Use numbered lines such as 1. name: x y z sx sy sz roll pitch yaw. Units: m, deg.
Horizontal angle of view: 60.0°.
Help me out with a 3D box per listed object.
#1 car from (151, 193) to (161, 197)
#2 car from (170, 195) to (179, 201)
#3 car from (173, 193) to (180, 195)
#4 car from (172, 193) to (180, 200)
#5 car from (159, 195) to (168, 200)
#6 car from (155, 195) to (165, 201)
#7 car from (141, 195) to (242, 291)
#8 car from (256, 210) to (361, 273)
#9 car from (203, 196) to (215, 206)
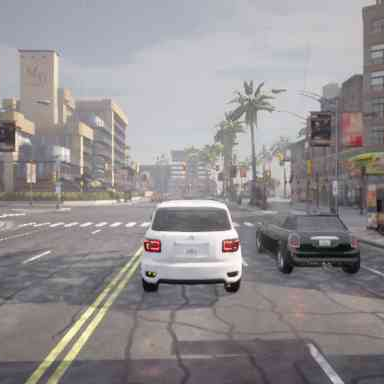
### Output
1. car: -7.733 1.218 72.821 2.150 2.045 5.566 0 0 -1
2. car: -4.332 1.492 82.560 1.837 1.490 4.892 0 0 -1
3. car: -4.233 1.533 72.837 2.033 1.411 5.357 0 0 -1
4. car: -4.448 1.216 93.130 2.150 2.045 5.566 0 0 -1
5. car: -7.941 1.531 92.883 2.033 1.411 5.357 0 0 -1
6. car: -7.832 1.518 82.544 2.128 1.511 4.902 0 0 -1
7. car: -0.018 1.221 9.110 2.150 2.045 5.566 0 0 0
8. car: 3.475 1.351 10.849 2.097 1.767 4.553 0 0 0
9. car: 2.869 1.472 54.341 1.882 1.535 5.008 0 0 4
